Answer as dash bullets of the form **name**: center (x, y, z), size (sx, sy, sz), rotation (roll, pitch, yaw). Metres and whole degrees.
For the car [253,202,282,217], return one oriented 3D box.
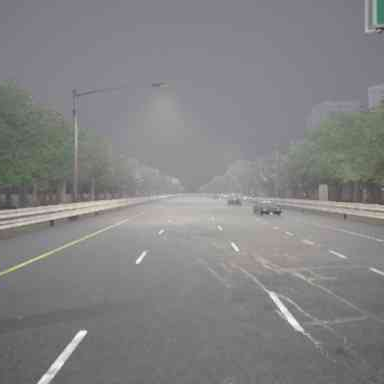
- **car**: center (7.016, 1.607, 31.562), size (1.895, 1.301, 4.718), rotation (0, 0, 0)

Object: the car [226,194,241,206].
- **car**: center (7.027, 1.366, 56.744), size (2.097, 1.767, 4.553), rotation (0, 0, 0)
